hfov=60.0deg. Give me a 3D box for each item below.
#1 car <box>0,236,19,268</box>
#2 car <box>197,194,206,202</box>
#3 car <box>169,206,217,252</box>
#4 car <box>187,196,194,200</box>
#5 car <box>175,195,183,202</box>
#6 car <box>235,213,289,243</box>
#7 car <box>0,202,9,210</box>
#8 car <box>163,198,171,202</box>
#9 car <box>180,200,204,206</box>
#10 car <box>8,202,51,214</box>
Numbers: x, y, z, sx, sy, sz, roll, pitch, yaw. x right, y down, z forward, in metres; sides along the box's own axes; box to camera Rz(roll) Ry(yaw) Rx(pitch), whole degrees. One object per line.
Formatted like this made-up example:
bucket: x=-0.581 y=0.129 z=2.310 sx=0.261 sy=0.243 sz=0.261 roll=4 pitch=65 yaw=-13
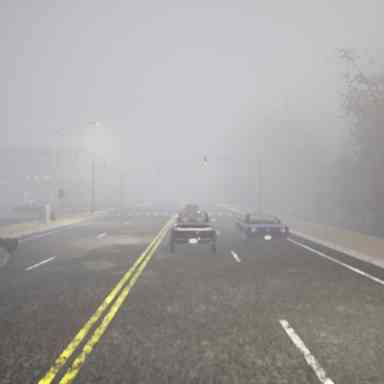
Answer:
car: x=-6.632 y=1.663 z=8.762 sx=1.895 sy=1.301 sz=4.718 roll=0 pitch=0 yaw=0
car: x=2.874 y=2.025 z=89.930 sx=2.033 sy=1.411 sz=5.357 roll=0 pitch=0 yaw=0
car: x=0.041 y=1.582 z=14.354 sx=2.128 sy=1.511 sz=4.902 roll=0 pitch=-1 yaw=0
car: x=-0.376 y=1.966 z=89.916 sx=1.882 sy=1.535 sz=5.008 roll=0 pitch=0 yaw=0
car: x=-3.634 y=1.807 z=91.767 sx=2.150 sy=2.045 sz=5.566 roll=0 pitch=0 yaw=0
car: x=3.286 y=1.706 z=16.645 sx=1.895 sy=1.301 sz=4.718 roll=0 pitch=0 yaw=0
car: x=-28.495 y=2.160 z=50.371 sx=4.403 sy=1.369 sz=2.008 roll=-1 pitch=1 yaw=0
car: x=-6.883 y=2.179 z=91.752 sx=1.895 sy=1.301 sz=4.718 roll=0 pitch=0 yaw=0
car: x=-0.031 y=1.720 z=30.059 sx=1.812 sy=1.442 sz=4.674 roll=0 pitch=0 yaw=-1
car: x=-20.126 y=2.103 z=41.895 sx=4.313 sy=1.339 sz=1.947 roll=-1 pitch=1 yaw=0
